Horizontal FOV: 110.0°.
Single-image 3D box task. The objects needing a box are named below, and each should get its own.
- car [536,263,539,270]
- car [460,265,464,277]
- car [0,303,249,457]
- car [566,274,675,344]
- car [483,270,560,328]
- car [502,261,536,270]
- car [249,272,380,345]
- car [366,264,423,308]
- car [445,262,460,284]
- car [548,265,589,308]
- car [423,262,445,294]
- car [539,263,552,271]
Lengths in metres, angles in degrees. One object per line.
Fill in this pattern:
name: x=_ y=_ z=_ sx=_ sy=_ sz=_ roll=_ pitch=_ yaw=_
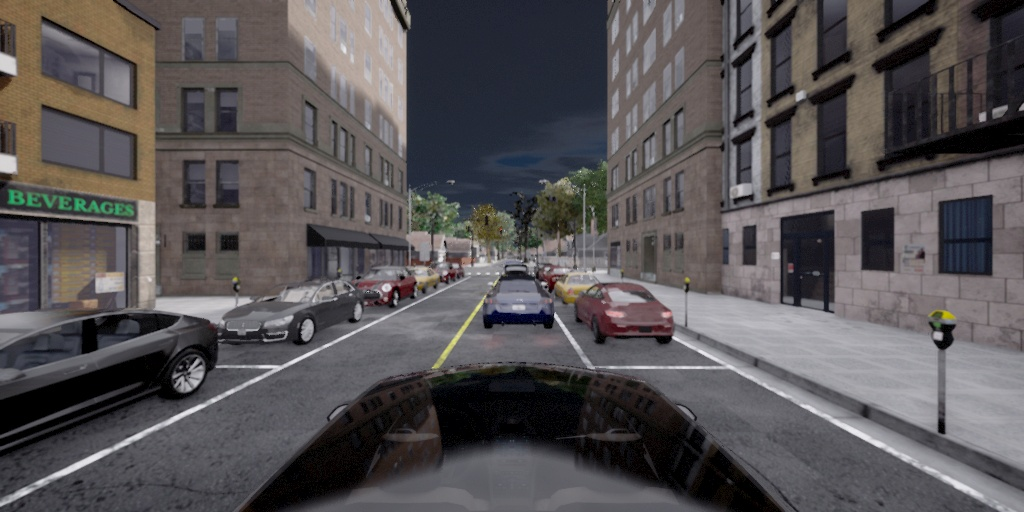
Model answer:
car: x=2.811 y=1.282 z=25.795 sx=1.802 sy=1.307 sz=4.207 roll=0 pitch=0 yaw=0
car: x=-5.172 y=1.272 z=31.374 sx=1.802 sy=1.307 sz=4.207 roll=0 pitch=0 yaw=0
car: x=-5.384 y=1.311 z=3.781 sx=1.948 sy=1.339 sz=4.313 roll=0 pitch=0 yaw=0
car: x=2.683 y=1.314 z=9.241 sx=1.802 sy=1.307 sz=4.207 roll=0 pitch=0 yaw=0
car: x=0.167 y=1.292 z=11.221 sx=1.994 sy=1.385 sz=4.181 roll=0 pitch=0 yaw=0
car: x=0.237 y=1.213 z=21.205 sx=1.837 sy=1.490 sz=4.892 roll=0 pitch=0 yaw=1
car: x=-5.342 y=1.282 z=9.299 sx=2.007 sy=1.370 sz=4.403 roll=0 pitch=0 yaw=0
car: x=-5.299 y=1.161 z=14.817 sx=1.967 sy=1.591 sz=4.097 roll=0 pitch=0 yaw=0
car: x=-5.214 y=1.140 z=25.855 sx=1.967 sy=1.591 sz=4.097 roll=0 pitch=0 yaw=0
car: x=2.727 y=1.246 z=14.929 sx=1.751 sy=1.417 sz=4.829 roll=0 pitch=0 yaw=0
car: x=-5.258 y=1.236 z=20.166 sx=1.751 sy=1.417 sz=4.829 roll=0 pitch=0 yaw=0
car: x=2.768 y=1.255 z=20.277 sx=1.888 sy=1.381 sz=4.507 roll=0 pitch=0 yaw=0
